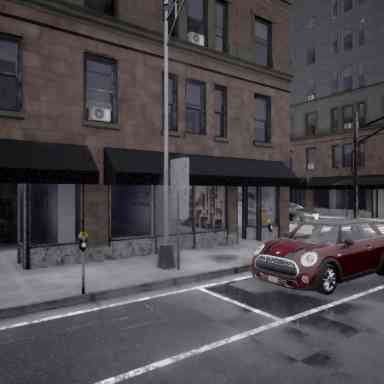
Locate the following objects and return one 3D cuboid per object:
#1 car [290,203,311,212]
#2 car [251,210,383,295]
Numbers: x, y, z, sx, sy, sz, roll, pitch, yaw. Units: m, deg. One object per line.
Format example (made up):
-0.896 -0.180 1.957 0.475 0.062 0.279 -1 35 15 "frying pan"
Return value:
7.045 1.537 24.612 2.128 1.511 4.902 0 0 -35 "car"
3.443 1.440 8.658 4.097 1.590 1.967 0 0 -36 "car"
